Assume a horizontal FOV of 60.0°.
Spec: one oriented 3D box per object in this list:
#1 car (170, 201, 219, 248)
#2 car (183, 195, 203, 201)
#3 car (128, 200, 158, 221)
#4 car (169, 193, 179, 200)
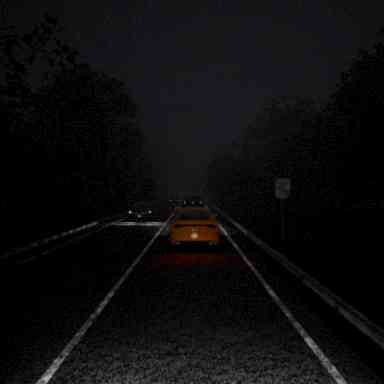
[{"bbox_3d":[0.095,1.388,14.316,1.882,1.535,5.008,0,0,0],"label":"car"},{"bbox_3d":[0.095,1.068,34.437,2.097,1.767,4.553,0,1,0],"label":"car"},{"bbox_3d":[-3.602,1.342,25.098,1.812,1.442,4.674,0,1,0],"label":"car"},{"bbox_3d":[-3.512,0.844,66.190,2.033,1.411,5.357,0,1,0],"label":"car"}]
